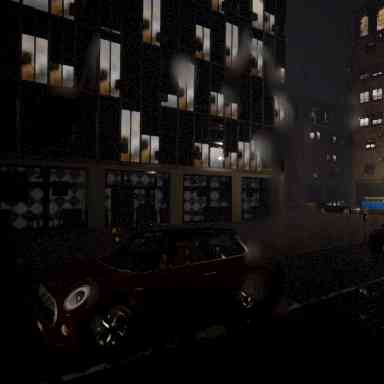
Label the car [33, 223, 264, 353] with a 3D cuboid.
[{"bbox_3d":[-0.636,1.441,6.091,4.097,1.590,1.967,0,1,-35],"label":"car"}]

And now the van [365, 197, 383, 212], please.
[{"bbox_3d":[22.168,1.525,39.619,1.690,1.788,3.998,0,-1,-35],"label":"van"}]

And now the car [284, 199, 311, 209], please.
[{"bbox_3d":[15.739,1.787,48.873,1.752,1.417,4.829,0,-1,-35],"label":"car"}]

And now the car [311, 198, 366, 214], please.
[{"bbox_3d":[15.282,1.620,34.841,2.008,1.369,4.403,0,-1,-35],"label":"car"}]

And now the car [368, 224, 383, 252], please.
[{"bbox_3d":[8.440,1.567,12.566,4.313,1.339,1.947,0,1,-35],"label":"car"}]
